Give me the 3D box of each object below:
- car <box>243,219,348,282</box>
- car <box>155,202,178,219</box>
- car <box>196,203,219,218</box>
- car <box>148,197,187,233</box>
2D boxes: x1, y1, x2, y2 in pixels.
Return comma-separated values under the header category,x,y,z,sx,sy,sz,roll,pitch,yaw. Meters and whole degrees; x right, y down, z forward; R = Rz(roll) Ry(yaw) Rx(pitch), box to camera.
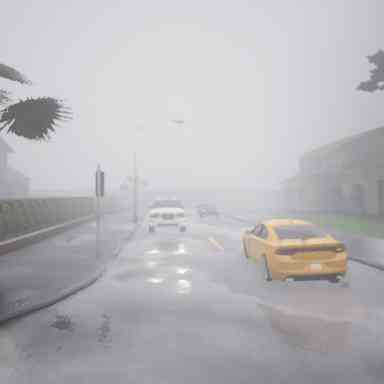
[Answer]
category,x,y,z,sx,sy,sz,roll,pitch,yaw
car,2.780,1.562,10.022,1.882,1.535,5.008,-2,0,-1
car,-2.542,1.784,33.288,2.033,1.411,5.357,0,0,-4
car,1.533,1.786,33.562,2.033,1.411,5.357,0,0,-4
car,-1.587,1.375,21.431,2.150,2.045,5.566,0,0,-5
